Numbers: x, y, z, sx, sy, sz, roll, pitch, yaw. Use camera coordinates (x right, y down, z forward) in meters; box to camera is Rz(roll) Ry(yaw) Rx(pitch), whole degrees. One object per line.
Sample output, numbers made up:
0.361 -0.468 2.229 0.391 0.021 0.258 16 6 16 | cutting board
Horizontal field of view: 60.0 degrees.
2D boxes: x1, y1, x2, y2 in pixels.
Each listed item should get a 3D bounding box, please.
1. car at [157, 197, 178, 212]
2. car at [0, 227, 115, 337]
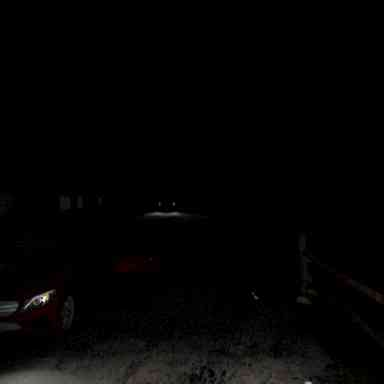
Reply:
-2.770 1.354 38.453 2.097 1.767 4.553 0 0 0 | car
-2.850 1.508 6.794 1.812 1.442 4.674 0 0 0 | car
